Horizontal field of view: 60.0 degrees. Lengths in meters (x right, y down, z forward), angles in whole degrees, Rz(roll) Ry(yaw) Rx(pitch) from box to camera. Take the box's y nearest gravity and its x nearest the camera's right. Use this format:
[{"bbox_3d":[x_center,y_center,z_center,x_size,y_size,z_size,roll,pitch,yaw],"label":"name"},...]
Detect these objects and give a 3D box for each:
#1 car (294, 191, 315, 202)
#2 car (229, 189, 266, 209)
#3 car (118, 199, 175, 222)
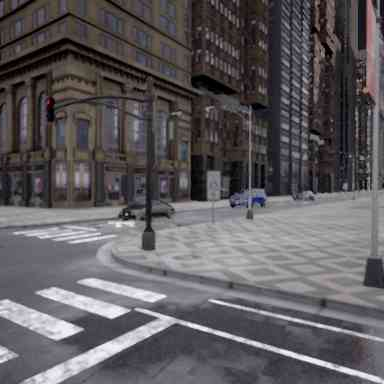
[{"bbox_3d":[17.225,0.591,50.991,2.097,1.767,4.553,1,1,36],"label":"car"},{"bbox_3d":[6.065,0.659,35.569,2.150,2.045,5.566,1,1,36],"label":"car"},{"bbox_3d":[-3.036,1.211,22.868,1.994,1.385,4.181,1,1,35],"label":"car"}]
